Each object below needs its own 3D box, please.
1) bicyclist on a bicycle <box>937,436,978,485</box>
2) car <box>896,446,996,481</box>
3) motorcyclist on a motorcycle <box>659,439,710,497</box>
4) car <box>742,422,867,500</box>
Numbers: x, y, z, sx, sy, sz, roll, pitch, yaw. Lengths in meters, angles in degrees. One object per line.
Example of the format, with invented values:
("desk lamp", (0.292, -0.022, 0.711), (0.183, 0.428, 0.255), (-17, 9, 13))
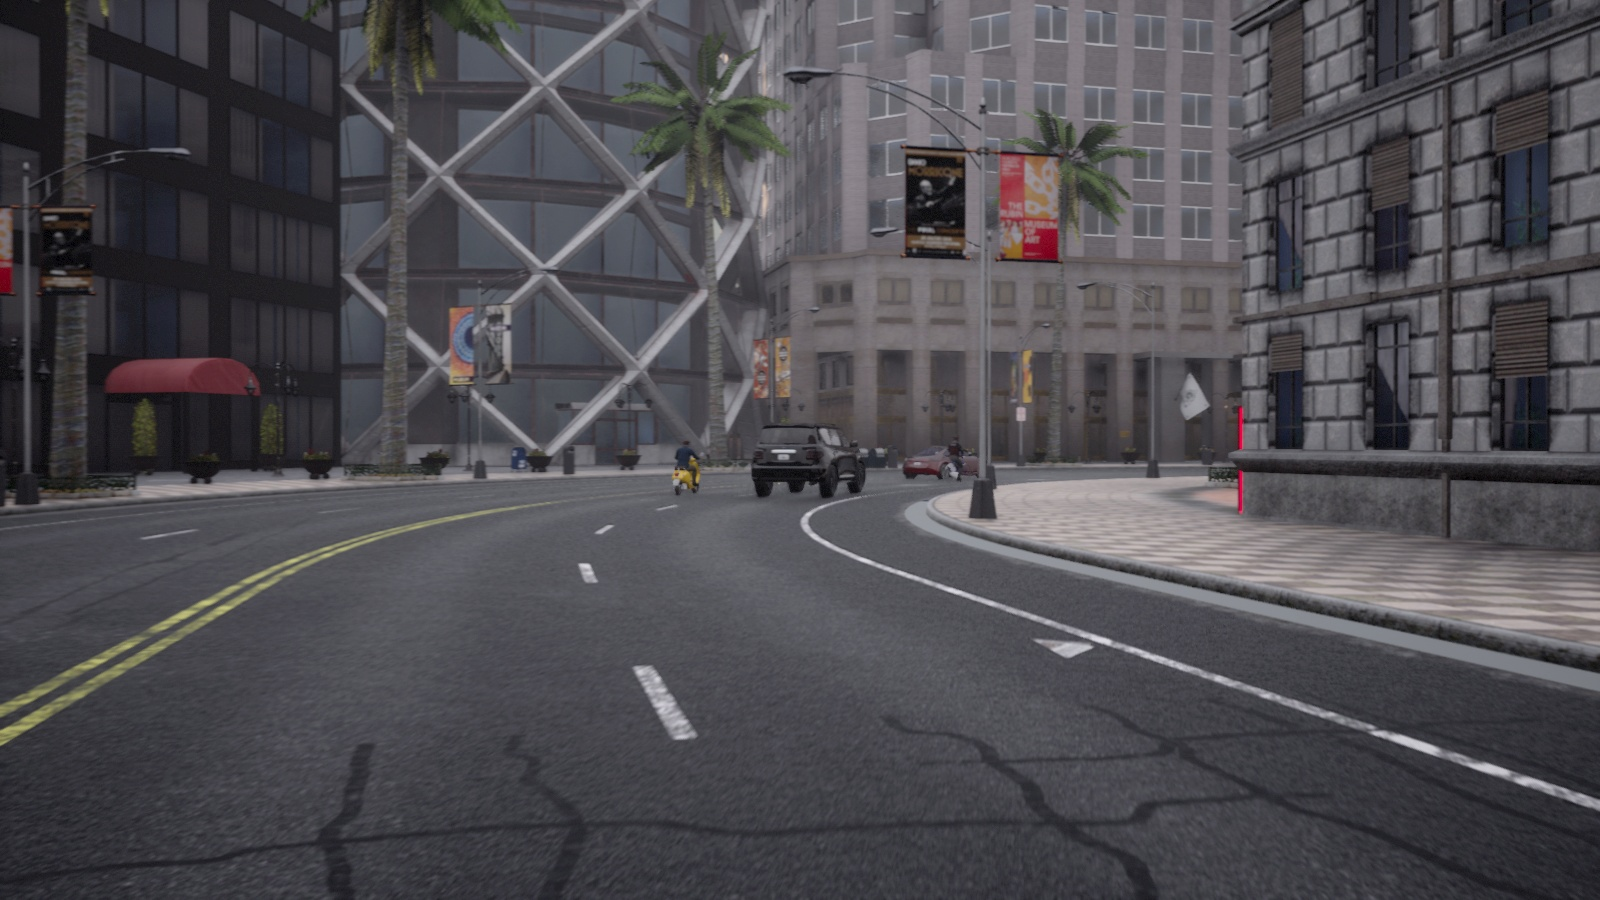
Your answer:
("bicyclist on a bicycle", (5.833, 0.364, 46.537), (0.659, 1.776, 1.843), (1, 1, 37))
("car", (6.100, 0.527, 52.117), (1.994, 1.385, 4.181), (0, 0, 44))
("motorcyclist on a motorcycle", (-3.303, 0.496, 36.041), (0.866, 1.590, 1.817), (1, 0, 16))
("car", (0.246, 0.267, 35.817), (2.150, 2.045, 5.566), (0, 0, 16))
